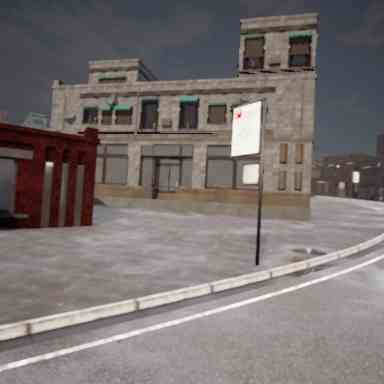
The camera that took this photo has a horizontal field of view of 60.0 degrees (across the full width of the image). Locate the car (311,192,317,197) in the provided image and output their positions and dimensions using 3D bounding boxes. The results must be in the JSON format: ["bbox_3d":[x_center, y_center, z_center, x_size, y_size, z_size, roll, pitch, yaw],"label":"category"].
[{"bbox_3d":[20.274,0.108,60.321,2.033,1.411,5.357,4,2,-18],"label":"car"}]
